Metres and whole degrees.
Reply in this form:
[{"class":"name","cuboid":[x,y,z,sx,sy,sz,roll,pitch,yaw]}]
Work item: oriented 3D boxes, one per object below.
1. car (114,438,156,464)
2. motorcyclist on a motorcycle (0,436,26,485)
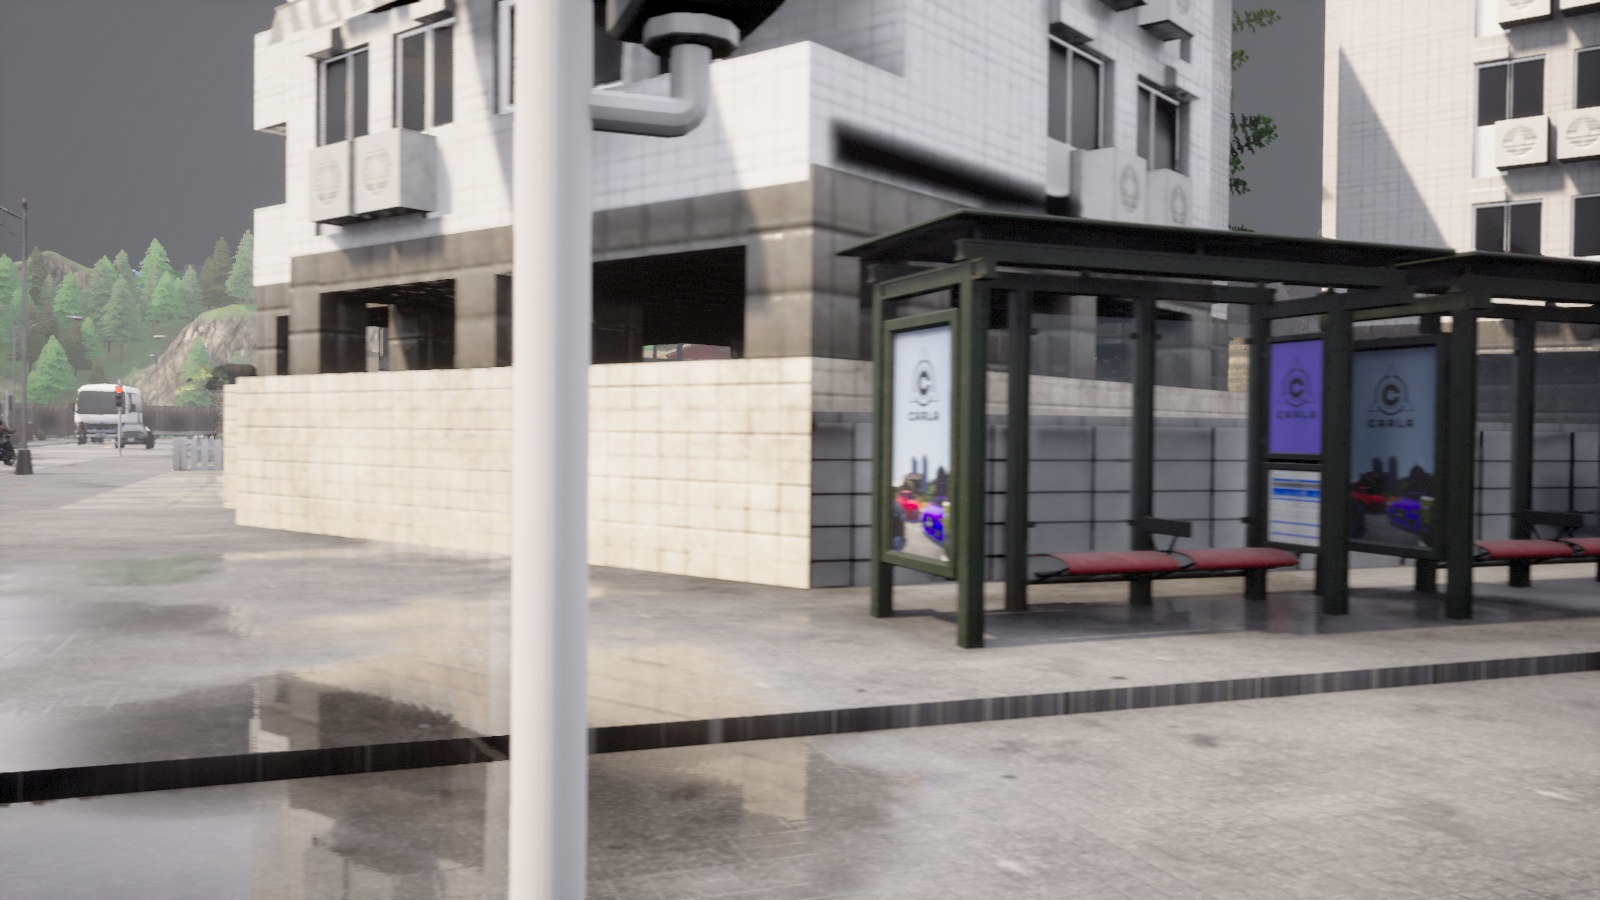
[{"class":"car","cuboid":[-39.437,0.049,74.536,1.812,1.442,4.674,-1,1,-23]},{"class":"motorcyclist on a motorcycle","cuboid":[-27.431,0.348,43.261,0.766,1.649,2.350,-1,1,-18]}]
